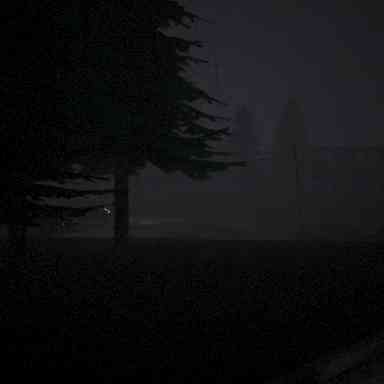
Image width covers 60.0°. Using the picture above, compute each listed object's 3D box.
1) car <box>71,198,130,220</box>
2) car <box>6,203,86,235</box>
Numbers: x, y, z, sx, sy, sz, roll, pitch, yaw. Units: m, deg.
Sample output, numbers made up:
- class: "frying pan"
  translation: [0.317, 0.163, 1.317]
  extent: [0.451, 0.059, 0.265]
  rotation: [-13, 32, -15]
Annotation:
- class: "car"
  translation: [-7.947, 1.432, 29.117]
  extent: [4.553, 1.767, 2.097]
  rotation: [0, 0, 3]
- class: "car"
  translation: [-9.265, 1.245, 18.671]
  extent: [5.566, 2.045, 2.150]
  rotation: [0, 0, 3]
